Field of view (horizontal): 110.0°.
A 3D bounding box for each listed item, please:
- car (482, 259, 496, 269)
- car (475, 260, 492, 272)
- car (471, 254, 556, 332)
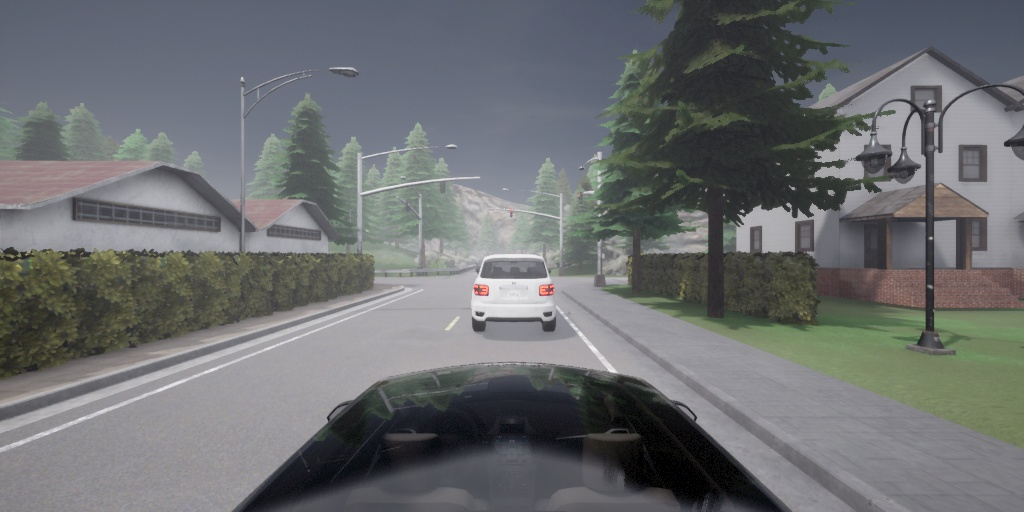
[{"bbox_3d":[-3.615,1.276,56.517,1.812,1.442,4.674,0,0,0],"label":"car"},{"bbox_3d":[-3.613,1.255,46.098,1.837,1.490,4.892,0,0,0],"label":"car"},{"bbox_3d":[0.061,0.971,11.023,2.150,2.045,5.566,0,0,0],"label":"car"}]
